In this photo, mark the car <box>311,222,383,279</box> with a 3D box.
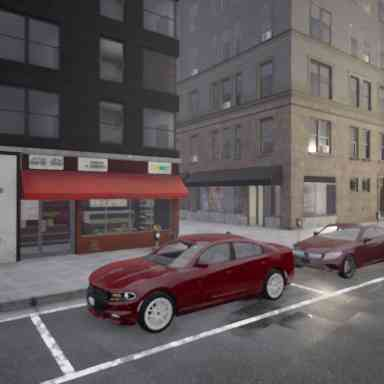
[{"bbox_3d":[4.704,1.573,9.982,4.206,1.307,1.802,0,0,-35],"label":"car"}]

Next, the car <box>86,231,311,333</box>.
[{"bbox_3d":[0.179,1.543,6.766,4.507,1.381,1.887,0,0,-35],"label":"car"}]
